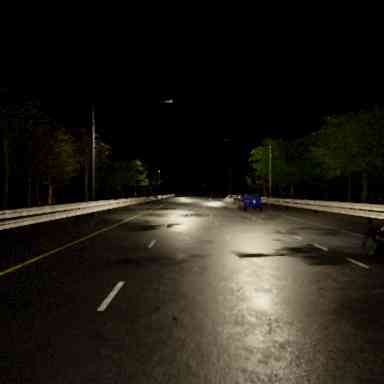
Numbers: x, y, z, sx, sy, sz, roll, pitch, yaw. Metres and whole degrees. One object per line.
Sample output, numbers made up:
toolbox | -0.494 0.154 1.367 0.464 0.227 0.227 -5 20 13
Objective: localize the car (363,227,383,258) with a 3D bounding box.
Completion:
car | 7.005 1.498 9.905 2.128 1.511 4.902 0 0 0

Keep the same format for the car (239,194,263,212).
car | 7.077 1.259 40.340 2.150 2.045 5.566 0 0 0

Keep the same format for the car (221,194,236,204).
car | 7.187 1.587 64.298 1.812 1.442 4.674 0 0 0
